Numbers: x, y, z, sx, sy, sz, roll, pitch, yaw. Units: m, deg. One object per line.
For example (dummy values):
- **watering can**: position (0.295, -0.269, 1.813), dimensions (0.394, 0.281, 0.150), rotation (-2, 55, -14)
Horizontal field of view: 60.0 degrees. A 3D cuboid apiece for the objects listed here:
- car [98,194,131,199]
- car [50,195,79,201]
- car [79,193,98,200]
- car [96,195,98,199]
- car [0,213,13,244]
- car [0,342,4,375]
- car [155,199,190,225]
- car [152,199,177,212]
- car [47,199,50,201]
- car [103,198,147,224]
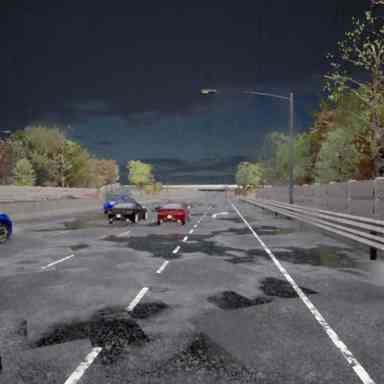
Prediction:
- **car**: position (-7.323, 1.222, 34.238), dimensions (2.150, 2.045, 5.566), rotation (0, 0, 6)
- **car**: position (-22.722, 1.375, 59.450), dimensions (2.097, 1.767, 4.553), rotation (0, 0, 6)
- **car**: position (-19.017, 1.248, 61.418), dimensions (2.150, 2.045, 5.566), rotation (0, 0, 6)
- **car**: position (-15.505, 1.591, 61.495), dimensions (1.994, 1.385, 4.181), rotation (0, 0, 6)
- **car**: position (-9.312, 1.222, 12.637), dimensions (2.150, 2.045, 5.566), rotation (0, 0, 5)
- **car**: position (-3.256, 1.563, 2.087), dimensions (1.994, 1.385, 4.181), rotation (0, 0, 5)
- **car**: position (-1.227, 1.477, 24.056), dimensions (1.882, 1.535, 5.008), rotation (0, 0, 5)
- **car**: position (-3.236, 1.550, 40.386), dimensions (2.033, 1.411, 5.357), rotation (0, 0, 5)
- **car**: position (-25.788, 1.572, 63.711), dimensions (2.033, 1.411, 5.357), rotation (0, 0, 5)
- **car**: position (-4.676, 1.477, 24.771), dimensions (1.882, 1.535, 5.008), rotation (0, -1, 5)
